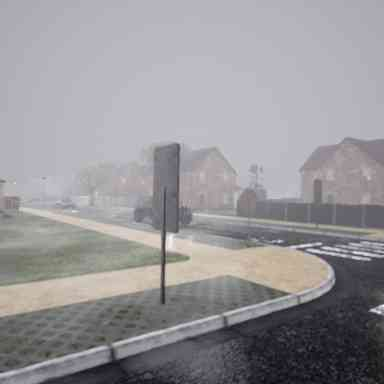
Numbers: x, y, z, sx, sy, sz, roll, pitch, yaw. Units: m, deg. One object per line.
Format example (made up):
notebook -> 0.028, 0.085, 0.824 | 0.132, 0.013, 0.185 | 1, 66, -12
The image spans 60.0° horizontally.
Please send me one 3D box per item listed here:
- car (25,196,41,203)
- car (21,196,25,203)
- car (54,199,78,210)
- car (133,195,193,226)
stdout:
car -> -34.597, 1.649, 73.152 | 2.128, 1.511, 4.902 | 1, -1, -36
car -> -40.620, 1.794, 81.447 | 2.128, 1.511, 4.902 | 1, -1, -36
car -> -16.652, 1.619, 43.669 | 2.033, 1.411, 5.357 | 1, -1, -35
car -> -2.221, 1.272, 23.673 | 2.150, 2.045, 5.566 | 1, -1, -36
